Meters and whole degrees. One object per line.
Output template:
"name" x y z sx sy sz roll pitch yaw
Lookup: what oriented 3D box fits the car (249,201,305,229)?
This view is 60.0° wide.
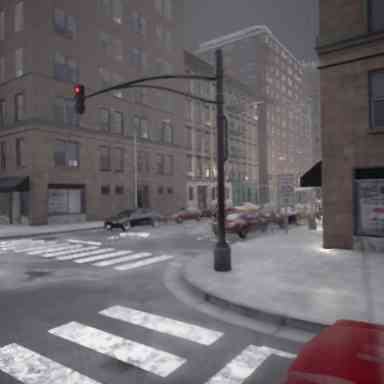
"car" 5.802 1.510 22.342 1.967 1.590 4.097 -1 -1 36

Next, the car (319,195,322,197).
"car" 21.618 1.745 58.302 1.752 1.417 4.829 -1 -1 36

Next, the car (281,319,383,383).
"car" 2.823 1.584 1.756 4.718 1.301 1.895 -1 0 37

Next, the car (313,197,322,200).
"car" 12.214 1.506 31.326 1.967 1.590 4.097 -1 -1 36

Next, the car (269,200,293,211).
"car" 12.095 1.796 44.967 1.802 1.307 4.206 -1 -1 36

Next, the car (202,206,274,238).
"car" 2.598 1.654 17.848 1.802 1.307 4.206 -1 -1 36

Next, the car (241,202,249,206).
"car" 5.584 1.740 35.845 1.752 1.417 4.829 -1 -1 36

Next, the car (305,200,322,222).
"car" 9.109 1.593 26.972 1.752 1.417 4.829 -1 -1 36

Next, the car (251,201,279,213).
"car" 8.890 1.796 40.475 1.802 1.307 4.206 -1 -1 36

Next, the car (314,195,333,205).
"car" 24.915 1.537 62.935 2.192 1.841 5.009 -1 -1 36

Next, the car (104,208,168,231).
"car" -3.934 1.787 22.509 1.947 1.339 4.313 -1 -1 36

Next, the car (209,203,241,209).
"car" 2.478 1.761 31.492 1.887 1.381 4.507 -1 -1 36

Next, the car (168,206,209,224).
"car" -0.728 1.801 27.001 1.802 1.307 4.206 -1 -1 36
